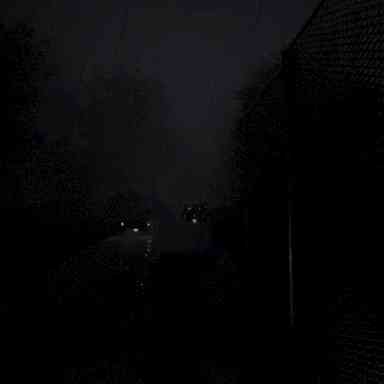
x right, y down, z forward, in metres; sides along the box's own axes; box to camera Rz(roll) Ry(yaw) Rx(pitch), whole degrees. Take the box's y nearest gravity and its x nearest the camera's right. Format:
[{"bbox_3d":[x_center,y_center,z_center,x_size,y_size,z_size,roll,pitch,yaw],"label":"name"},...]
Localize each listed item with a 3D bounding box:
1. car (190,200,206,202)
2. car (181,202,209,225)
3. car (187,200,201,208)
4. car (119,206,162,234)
[{"bbox_3d":[1.157,1.819,42.426,1.895,1.301,4.718,0,-1,5],"label":"car"},{"bbox_3d":[0.217,1.640,24.328,1.895,1.301,4.718,0,0,1],"label":"car"},{"bbox_3d":[0.452,2.142,60.874,1.895,1.301,4.718,0,-1,9],"label":"car"},{"bbox_3d":[-2.817,1.555,19.498,2.033,1.411,5.357,0,0,1],"label":"car"}]
